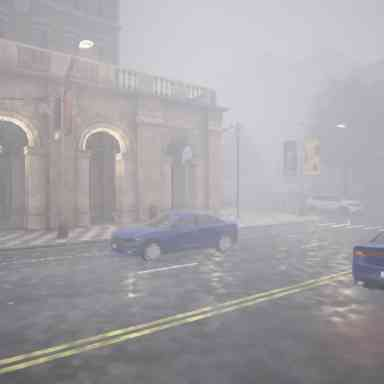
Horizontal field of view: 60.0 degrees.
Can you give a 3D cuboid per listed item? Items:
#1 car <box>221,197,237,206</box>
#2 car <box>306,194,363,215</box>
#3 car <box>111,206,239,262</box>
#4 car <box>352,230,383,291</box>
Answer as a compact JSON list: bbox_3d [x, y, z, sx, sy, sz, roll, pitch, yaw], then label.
[{"bbox_3d":[4.572,1.505,47.304,1.837,1.490,4.892,0,0,-36],"label":"car"},{"bbox_3d":[14.291,1.222,33.788,2.150,2.045,5.566,0,0,-36],"label":"car"},{"bbox_3d":[-0.490,1.477,12.267,5.008,1.535,1.882,0,0,-36],"label":"car"},{"bbox_3d":[5.803,1.478,7.996,5.008,1.535,1.882,0,0,-37],"label":"car"}]
